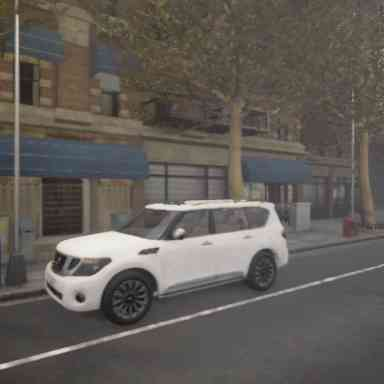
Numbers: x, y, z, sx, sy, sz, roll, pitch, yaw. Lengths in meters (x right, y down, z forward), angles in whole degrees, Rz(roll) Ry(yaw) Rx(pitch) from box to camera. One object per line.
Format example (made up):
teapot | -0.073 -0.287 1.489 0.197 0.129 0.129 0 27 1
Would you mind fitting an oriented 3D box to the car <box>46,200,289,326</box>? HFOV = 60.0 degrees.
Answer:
car | -0.213 1.230 7.469 5.566 2.045 2.435 0 0 -36
